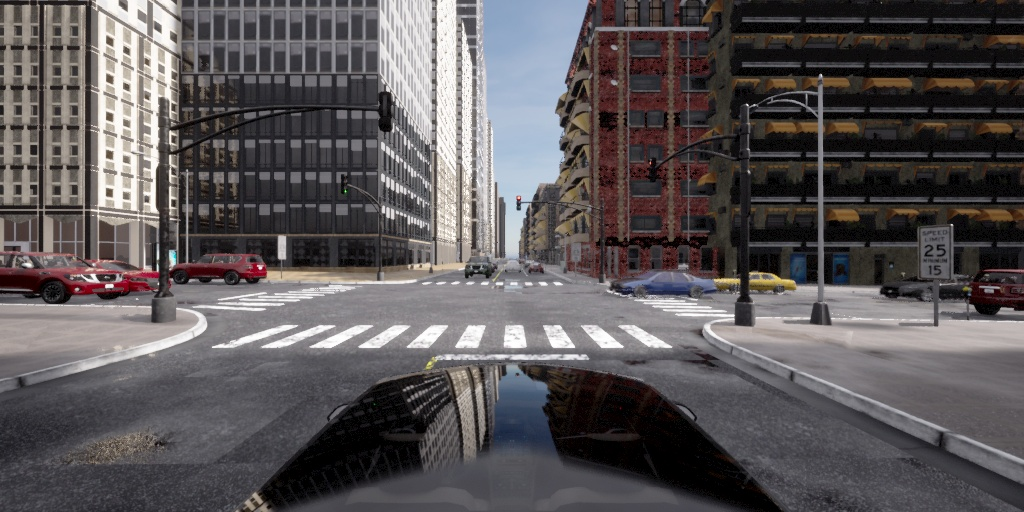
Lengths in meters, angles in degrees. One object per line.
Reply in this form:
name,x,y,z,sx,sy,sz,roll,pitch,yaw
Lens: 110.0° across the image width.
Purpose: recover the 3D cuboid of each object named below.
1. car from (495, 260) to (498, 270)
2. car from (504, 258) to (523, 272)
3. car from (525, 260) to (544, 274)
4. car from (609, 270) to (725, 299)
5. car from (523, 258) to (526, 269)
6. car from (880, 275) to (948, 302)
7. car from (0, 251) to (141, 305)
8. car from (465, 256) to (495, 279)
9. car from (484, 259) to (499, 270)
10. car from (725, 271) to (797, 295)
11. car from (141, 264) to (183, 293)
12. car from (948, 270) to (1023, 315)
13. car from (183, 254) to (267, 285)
car,-3.063,1.286,43.688,1.812,1.442,4.674,0,0,0
car,0.126,1.287,45.487,1.812,1.442,4.674,0,0,0
car,2.770,1.341,41.709,1.802,1.307,4.207,0,0,0
car,7.991,1.476,19.069,5.357,1.411,2.033,1,0,-6
car,2.729,1.317,54.626,2.007,1.370,4.403,0,0,0
car,22.964,1.708,19.479,4.892,1.490,1.837,1,0,0
car,-17.567,0.757,13.365,5.009,1.841,2.192,0,0,0
car,-3.077,0.977,33.614,2.150,2.045,5.566,0,0,0
car,-3.051,1.244,53.961,1.882,1.535,5.008,0,0,0
car,14.645,1.587,22.003,4.829,1.417,1.751,0,0,0
car,-18.151,0.916,15.951,5.008,1.535,1.882,1,0,0
car,20.607,1.461,13.703,5.009,1.841,2.192,0,0,0
car,-17.695,0.776,21.744,5.009,1.841,2.192,0,0,0
